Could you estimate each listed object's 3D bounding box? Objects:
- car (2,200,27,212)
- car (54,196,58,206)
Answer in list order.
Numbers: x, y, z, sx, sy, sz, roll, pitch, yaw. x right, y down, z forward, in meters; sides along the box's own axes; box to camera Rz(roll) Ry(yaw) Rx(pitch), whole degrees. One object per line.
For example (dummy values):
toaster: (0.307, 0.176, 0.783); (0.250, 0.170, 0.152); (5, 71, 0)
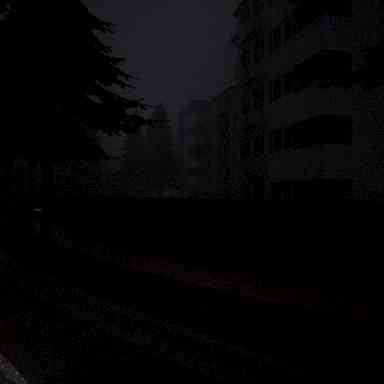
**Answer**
car: (-20.130, 1.564, 38.794); (1.994, 1.385, 4.181); (0, 0, 2)
car: (-19.098, 1.352, 49.146); (2.097, 1.767, 4.553); (0, 0, 16)
